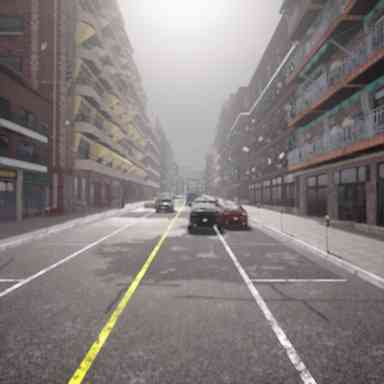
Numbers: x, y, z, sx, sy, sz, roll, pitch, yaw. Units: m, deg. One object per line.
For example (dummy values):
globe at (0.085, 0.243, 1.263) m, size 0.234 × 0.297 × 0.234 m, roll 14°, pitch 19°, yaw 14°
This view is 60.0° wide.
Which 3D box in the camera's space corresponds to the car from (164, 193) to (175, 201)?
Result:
car at (-5.220, 1.094, 77.383) m, size 2.192 × 1.841 × 5.009 m, roll 1°, pitch 0°, yaw 0°

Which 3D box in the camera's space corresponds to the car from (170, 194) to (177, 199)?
car at (-5.211, 1.335, 93.976) m, size 1.947 × 1.339 × 4.313 m, roll 1°, pitch 0°, yaw 0°

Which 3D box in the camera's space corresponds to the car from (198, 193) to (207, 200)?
car at (2.636, 1.087, 88.377) m, size 2.192 × 1.841 × 5.009 m, roll 1°, pitch 0°, yaw 0°

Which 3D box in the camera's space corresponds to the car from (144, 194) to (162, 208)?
car at (-5.255, 1.363, 44.031) m, size 1.752 × 1.417 × 4.829 m, roll 2°, pitch 0°, yaw 0°

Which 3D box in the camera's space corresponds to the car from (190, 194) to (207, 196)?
car at (0.859, 1.312, 36.872) m, size 1.801 × 1.575 × 5.366 m, roll 0°, pitch 0°, yaw 0°

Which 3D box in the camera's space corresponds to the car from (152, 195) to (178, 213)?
car at (-2.814, 1.365, 35.339) m, size 1.837 × 1.490 × 4.892 m, roll 0°, pitch 0°, yaw 0°

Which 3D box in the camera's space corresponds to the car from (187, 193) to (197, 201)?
car at (0.067, 1.044, 72.195) m, size 2.097 × 1.767 × 4.553 m, roll 0°, pitch 0°, yaw 0°

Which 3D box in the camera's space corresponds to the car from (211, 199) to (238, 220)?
car at (2.610, 1.410, 27.710) m, size 1.752 × 1.417 × 4.829 m, roll 1°, pitch 0°, yaw 0°

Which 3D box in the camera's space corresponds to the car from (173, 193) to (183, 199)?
car at (-2.680, 1.074, 75.762) m, size 2.033 × 1.411 × 5.357 m, roll 0°, pitch 0°, yaw 0°

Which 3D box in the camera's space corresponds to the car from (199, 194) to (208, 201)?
car at (2.665, 1.219, 77.316) m, size 1.967 × 1.590 × 4.097 m, roll 1°, pitch 0°, yaw 0°

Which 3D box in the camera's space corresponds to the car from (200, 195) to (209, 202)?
car at (2.650, 1.329, 71.784) m, size 1.887 × 1.381 × 4.507 m, roll 1°, pitch 0°, yaw 0°

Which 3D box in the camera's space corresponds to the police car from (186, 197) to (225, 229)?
police car at (0.733, 1.335, 20.786) m, size 1.930 × 1.638 × 5.238 m, roll 0°, pitch 0°, yaw 0°

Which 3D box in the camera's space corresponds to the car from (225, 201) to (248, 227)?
car at (2.605, 1.450, 22.008) m, size 1.887 × 1.381 × 4.507 m, roll 1°, pitch 0°, yaw 0°

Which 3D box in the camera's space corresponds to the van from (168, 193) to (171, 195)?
van at (-5.235, 1.140, 60.791) m, size 1.690 × 1.788 × 3.998 m, roll 2°, pitch 0°, yaw 0°

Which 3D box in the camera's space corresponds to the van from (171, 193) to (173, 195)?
van at (-5.230, 1.132, 66.323) m, size 1.690 × 1.788 × 3.998 m, roll 1°, pitch 0°, yaw 0°

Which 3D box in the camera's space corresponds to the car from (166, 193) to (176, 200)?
car at (-5.214, 1.089, 82.913) m, size 2.192 × 1.841 × 5.009 m, roll 1°, pitch 0°, yaw 0°

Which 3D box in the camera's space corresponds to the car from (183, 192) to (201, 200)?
car at (0.053, 1.027, 57.250) m, size 2.150 × 2.045 × 5.566 m, roll 0°, pitch 0°, yaw 0°

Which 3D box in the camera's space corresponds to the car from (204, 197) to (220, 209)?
car at (2.625, 1.382, 44.130) m, size 1.887 × 1.381 × 4.507 m, roll 1°, pitch 0°, yaw 0°

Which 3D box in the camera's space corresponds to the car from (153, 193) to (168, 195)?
car at (-5.244, 1.137, 49.732) m, size 2.192 × 1.841 × 5.009 m, roll 2°, pitch 0°, yaw 0°

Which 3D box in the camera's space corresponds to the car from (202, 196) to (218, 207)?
car at (2.630, 1.374, 49.662) m, size 2.008 × 1.369 × 4.403 m, roll 1°, pitch 0°, yaw 0°
